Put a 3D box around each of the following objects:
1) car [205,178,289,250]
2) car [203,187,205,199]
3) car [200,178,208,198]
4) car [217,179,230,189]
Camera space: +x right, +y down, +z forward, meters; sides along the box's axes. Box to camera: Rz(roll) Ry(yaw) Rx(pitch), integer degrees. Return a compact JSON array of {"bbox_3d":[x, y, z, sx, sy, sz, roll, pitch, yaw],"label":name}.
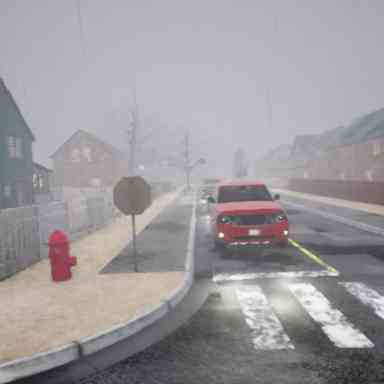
[{"bbox_3d":[1.757,0.629,11.919,2.150,2.045,5.566,-2,3,1],"label":"car"},{"bbox_3d":[1.912,0.502,21.740,1.994,1.385,4.181,-2,3,1],"label":"car"},{"bbox_3d":[2.092,-0.486,35.435,2.150,2.045,5.566,-2,3,1],"label":"car"},{"bbox_3d":[5.328,-1.327,56.679,1.882,1.535,5.008,-2,2,1],"label":"car"}]
